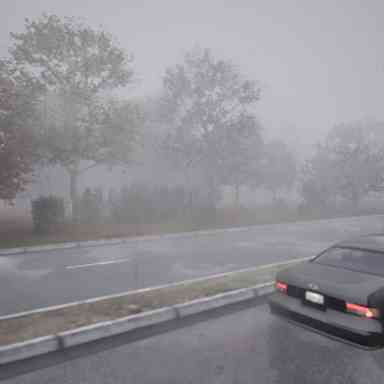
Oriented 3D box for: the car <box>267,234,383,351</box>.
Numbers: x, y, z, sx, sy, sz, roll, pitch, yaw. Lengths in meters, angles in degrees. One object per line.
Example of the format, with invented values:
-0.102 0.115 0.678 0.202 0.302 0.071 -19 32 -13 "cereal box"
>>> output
3.760 1.515 6.125 5.357 1.411 2.033 0 0 -36 "car"
